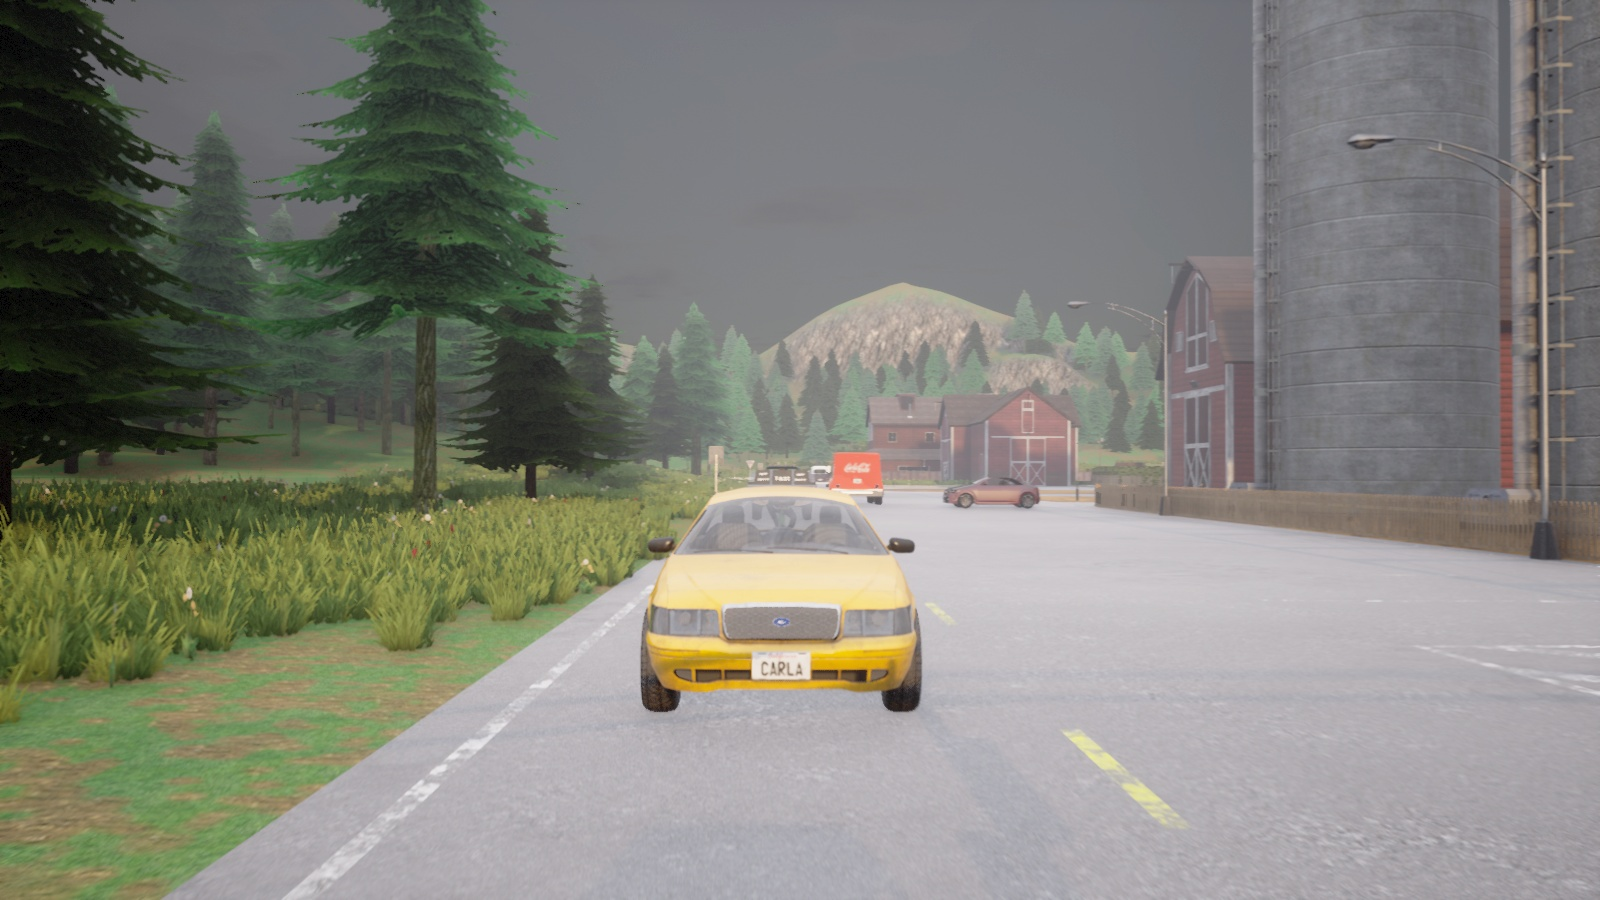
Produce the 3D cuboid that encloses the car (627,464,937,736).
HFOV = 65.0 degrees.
[{"bbox_3d":[-0.143,0.927,10.014,1.801,1.575,5.366,0,-1,-1],"label":"car"}]

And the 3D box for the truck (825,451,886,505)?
[{"bbox_3d":[2.615,1.351,60.930,2.627,2.467,5.204,0,-1,-1],"label":"truck"}]

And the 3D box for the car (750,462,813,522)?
[{"bbox_3d":[-0.595,1.333,41.076,1.932,1.855,4.605,0,-1,-1],"label":"car"}]
